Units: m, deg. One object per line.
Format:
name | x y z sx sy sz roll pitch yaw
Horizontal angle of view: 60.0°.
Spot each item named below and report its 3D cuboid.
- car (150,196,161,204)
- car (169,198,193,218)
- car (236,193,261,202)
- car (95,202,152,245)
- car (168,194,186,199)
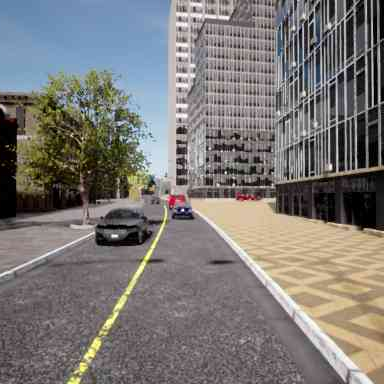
car | -6.759 1.532 61.454 1.837 1.490 4.892 0 0 -7
car | -0.911 1.555 29.723 2.033 1.411 5.357 0 0 -3
car | 11.589 1.213 68.747 5.009 1.841 2.192 0 -1 13
car | -3.181 1.481 15.787 1.882 1.535 5.008 0 0 -2
car | -1.862 1.230 42.226 2.150 2.045 5.566 0 0 -5
